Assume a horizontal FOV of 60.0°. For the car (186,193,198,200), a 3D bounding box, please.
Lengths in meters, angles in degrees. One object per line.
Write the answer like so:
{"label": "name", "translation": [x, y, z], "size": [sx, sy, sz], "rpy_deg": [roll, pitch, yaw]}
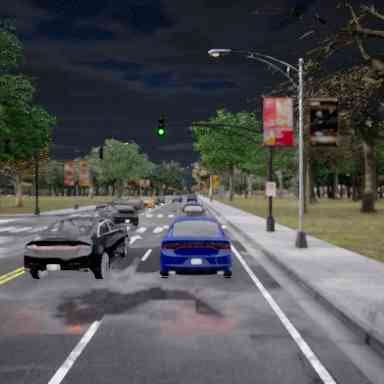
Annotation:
{"label": "car", "translation": [0.032, 1.296, 68.241], "size": [2.150, 2.045, 5.566], "rpy_deg": [0, 0, 0]}

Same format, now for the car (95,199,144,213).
{"label": "car", "translation": [-5.156, 1.522, 22.723], "size": [1.837, 1.490, 4.892], "rpy_deg": [2, -1, -28]}

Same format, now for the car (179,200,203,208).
{"label": "car", "translation": [0.095, 1.541, 23.190], "size": [1.812, 1.442, 4.674], "rpy_deg": [0, 0, 0]}

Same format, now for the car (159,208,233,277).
{"label": "car", "translation": [0.105, 1.483, 10.315], "size": [1.882, 1.535, 5.008], "rpy_deg": [0, 0, 0]}

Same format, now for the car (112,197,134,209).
{"label": "car", "translation": [-9.819, 1.532, 47.845], "size": [2.128, 1.511, 4.902], "rpy_deg": [0, 0, 0]}

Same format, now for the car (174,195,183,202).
{"label": "car", "translation": [-3.213, 1.574, 79.907], "size": [1.882, 1.535, 5.008], "rpy_deg": [0, 0, 0]}

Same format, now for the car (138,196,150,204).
{"label": "car", "translation": [-9.719, 1.569, 67.833], "size": [1.837, 1.490, 4.892], "rpy_deg": [0, 0, 0]}

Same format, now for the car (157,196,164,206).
{"label": "car", "translation": [-6.533, 1.547, 57.367], "size": [2.128, 1.511, 4.902], "rpy_deg": [0, 0, 1]}

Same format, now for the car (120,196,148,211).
{"label": "car", "translation": [-6.579, 1.507, 38.215], "size": [1.882, 1.535, 5.008], "rpy_deg": [0, 0, 0]}

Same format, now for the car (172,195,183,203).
{"label": "car", "translation": [-3.210, 1.602, 70.014], "size": [1.812, 1.442, 4.674], "rpy_deg": [0, 0, 0]}

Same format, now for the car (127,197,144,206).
{"label": "car", "translation": [-9.779, 1.603, 57.663], "size": [2.033, 1.411, 5.357], "rpy_deg": [0, 0, 0]}

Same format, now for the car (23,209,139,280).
{"label": "car", "translation": [-3.146, 1.497, 9.975], "size": [2.128, 1.511, 4.902], "rpy_deg": [0, 0, 0]}

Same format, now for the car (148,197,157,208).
{"label": "car", "translation": [-6.572, 1.518, 47.795], "size": [1.882, 1.535, 5.008], "rpy_deg": [0, 0, 0]}
